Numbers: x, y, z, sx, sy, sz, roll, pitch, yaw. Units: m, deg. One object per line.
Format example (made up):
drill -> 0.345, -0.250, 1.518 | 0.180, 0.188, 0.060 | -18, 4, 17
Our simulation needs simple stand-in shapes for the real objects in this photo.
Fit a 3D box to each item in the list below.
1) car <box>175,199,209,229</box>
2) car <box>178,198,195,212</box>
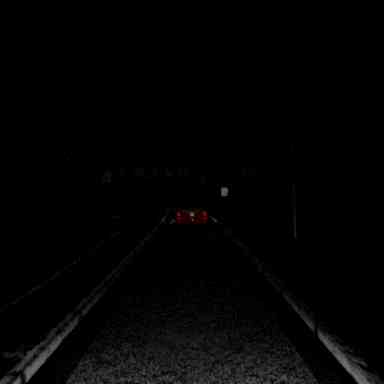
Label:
car -> -0.040, 1.385, 22.160 | 2.097, 1.767, 4.553 | 0, 0, -1
car -> -0.730, 1.533, 40.306 | 1.882, 1.535, 5.008 | 0, 0, -3
